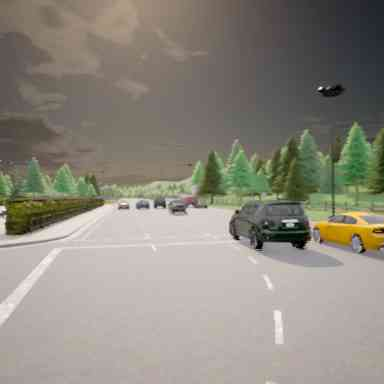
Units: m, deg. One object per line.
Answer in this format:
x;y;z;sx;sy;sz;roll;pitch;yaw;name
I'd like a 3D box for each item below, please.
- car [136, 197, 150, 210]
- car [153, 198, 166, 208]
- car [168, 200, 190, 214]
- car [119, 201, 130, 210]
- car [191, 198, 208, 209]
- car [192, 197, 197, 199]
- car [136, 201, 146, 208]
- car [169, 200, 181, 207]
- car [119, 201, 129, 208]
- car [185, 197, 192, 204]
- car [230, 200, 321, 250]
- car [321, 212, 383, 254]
-8.912;2.269;61.285;2.097;1.767;4.553;0;-1;-11;car
-6.510;2.196;67.065;2.150;2.045;5.566;0;0;-11;car
-1.950;2.121;43.966;1.837;1.490;4.892;0;-1;-11;car
-12.293;2.501;60.342;1.994;1.385;4.181;0;-1;-11;car
1.602;2.385;61.735;1.994;1.385;4.181;0;-1;-11;car
-0.171;2.018;70.769;2.150;2.045;5.566;0;-1;-11;car
-10.718;2.577;70.010;1.812;1.442;4.674;0;-1;-11;car
-3.596;2.369;70.062;1.994;1.385;4.181;0;-1;-11;car
-14.097;2.572;69.055;1.837;1.490;4.892;0;-1;-11;car
-1.982;2.209;61.820;2.097;1.767;4.553;0;-1;-11;car
3.387;1.402;15.422;2.150;2.045;5.566;0;-1;-8;car
7.040;1.607;14.259;1.882;1.535;5.008;0;-1;-7;car
